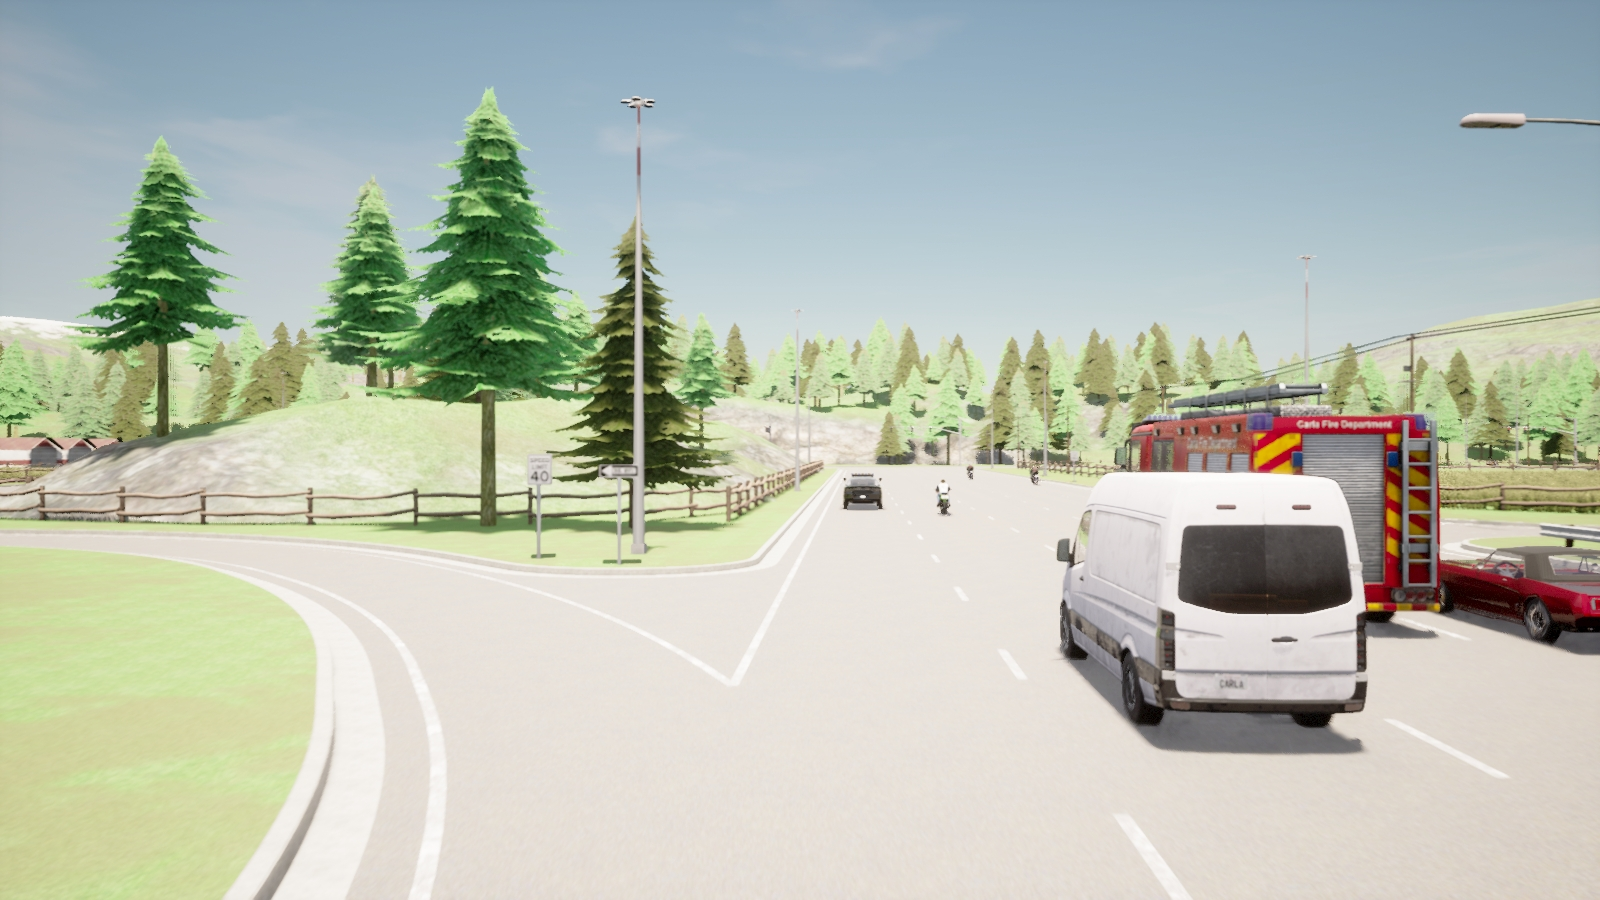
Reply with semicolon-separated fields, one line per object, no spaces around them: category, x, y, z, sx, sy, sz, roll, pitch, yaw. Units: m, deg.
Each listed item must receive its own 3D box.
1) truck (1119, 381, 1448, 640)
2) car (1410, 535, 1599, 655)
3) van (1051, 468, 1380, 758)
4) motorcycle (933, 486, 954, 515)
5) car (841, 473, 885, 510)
truck;8.348;0.891;21.198;2.891;3.827;8.468;0;0;3
car;11.685;2.155;17.929;1.895;1.301;4.718;0;0;3
van;4.456;1.535;13.443;1.988;2.561;5.915;0;0;3
motorcycle;6.281;2.189;50.084;0.803;1.199;2.033;0;0;3
car;3.076;1.986;56.131;2.097;1.638;5.238;0;0;3
